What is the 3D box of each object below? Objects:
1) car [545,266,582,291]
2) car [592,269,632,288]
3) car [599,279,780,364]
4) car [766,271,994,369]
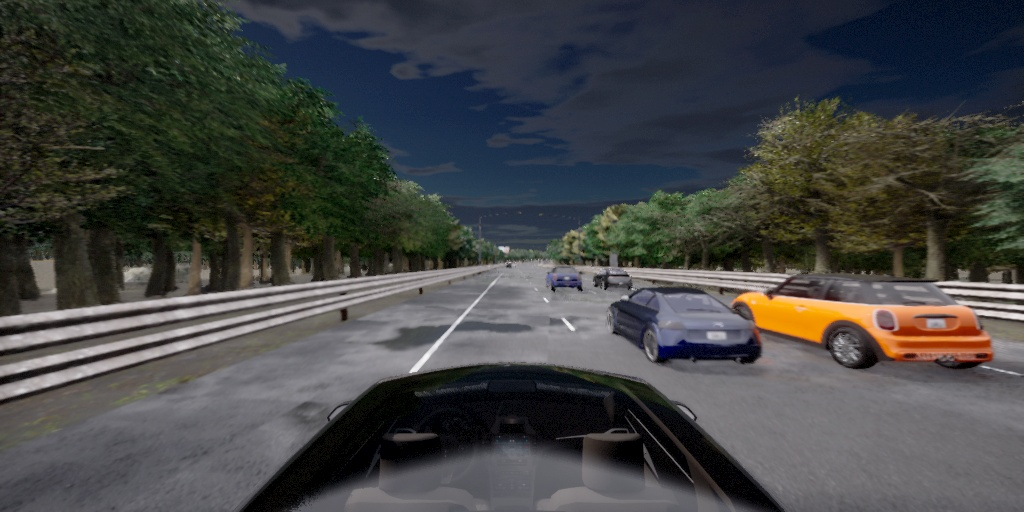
[{"bbox_3d":[3.588,1.500,25.529,2.097,1.767,4.553,0,-1,0],"label":"car"},{"bbox_3d":[7.088,1.644,25.769,2.128,1.511,4.902,0,-1,0],"label":"car"},{"bbox_3d":[3.595,1.393,8.304,1.994,1.385,4.181,0,-1,0],"label":"car"},{"bbox_3d":[7.095,1.178,8.124,2.097,1.767,4.553,0,-1,0],"label":"car"}]
